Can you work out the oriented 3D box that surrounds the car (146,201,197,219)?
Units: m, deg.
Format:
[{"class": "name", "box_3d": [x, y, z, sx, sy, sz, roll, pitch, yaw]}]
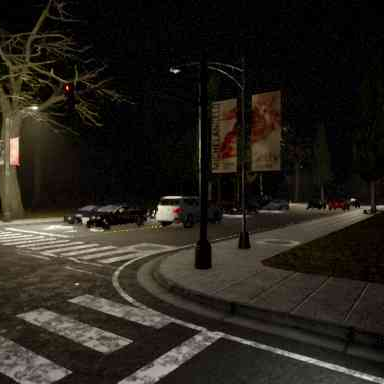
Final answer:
[{"class": "car", "box_3d": [-1.855, 1.667, 31.847, 2.033, 1.411, 5.357, 0, 0, 35]}]

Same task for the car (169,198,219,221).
[{"class": "car", "box_3d": [0.275, 1.472, 29.237, 2.097, 1.767, 4.553, 0, 0, 35]}]

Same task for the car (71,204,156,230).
[{"class": "car", "box_3d": [-4.977, 1.566, 21.782, 2.128, 1.511, 4.902, 0, 0, 35]}]

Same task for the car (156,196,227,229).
[{"class": "car", "box_3d": [-0.092, 1.320, 22.793, 2.150, 2.045, 5.566, 0, 0, 36]}]

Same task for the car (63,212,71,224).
[{"class": "car", "box_3d": [-7.187, 1.637, 24.303, 1.994, 1.385, 4.181, 0, 0, 36]}]

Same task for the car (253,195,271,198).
[{"class": "car", "box_3d": [9.961, 1.472, 48.559, 2.150, 2.045, 5.566, 0, 0, 38]}]

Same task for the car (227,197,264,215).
[{"class": "car", "box_3d": [5.931, 1.680, 37.263, 1.837, 1.490, 4.892, 0, 0, 35]}]

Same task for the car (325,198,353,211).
[{"class": "car", "box_3d": [20.677, 1.659, 46.581, 2.097, 1.767, 4.553, 0, 0, 35]}]

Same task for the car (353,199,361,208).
[{"class": "car", "box_3d": [26.438, 1.892, 54.763, 2.128, 1.511, 4.902, 0, -1, 35]}]

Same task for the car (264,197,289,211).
[{"class": "car", "box_3d": [11.883, 1.772, 45.652, 1.812, 1.442, 4.674, 0, 0, 36]}]

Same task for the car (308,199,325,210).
[{"class": "car", "box_3d": [18.439, 1.833, 49.043, 1.812, 1.442, 4.674, 0, 0, 35]}]

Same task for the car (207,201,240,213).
[{"class": "car", "box_3d": [3.875, 1.776, 39.995, 1.895, 1.301, 4.718, 0, 0, 35]}]
